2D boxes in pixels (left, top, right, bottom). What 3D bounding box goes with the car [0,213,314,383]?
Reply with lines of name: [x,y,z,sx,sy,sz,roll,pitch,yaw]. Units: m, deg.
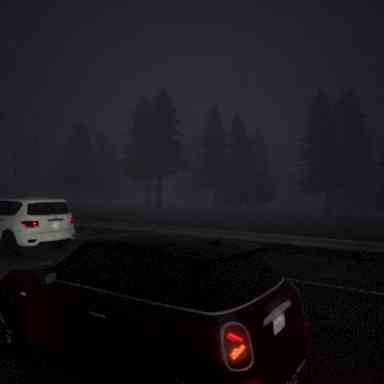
car: [-0.846,1.350,4.596,4.553,1.767,2.097,0,0,36]

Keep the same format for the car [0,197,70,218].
car: [-6.997,1.213,13.144,5.566,2.045,2.150,0,0,34]
